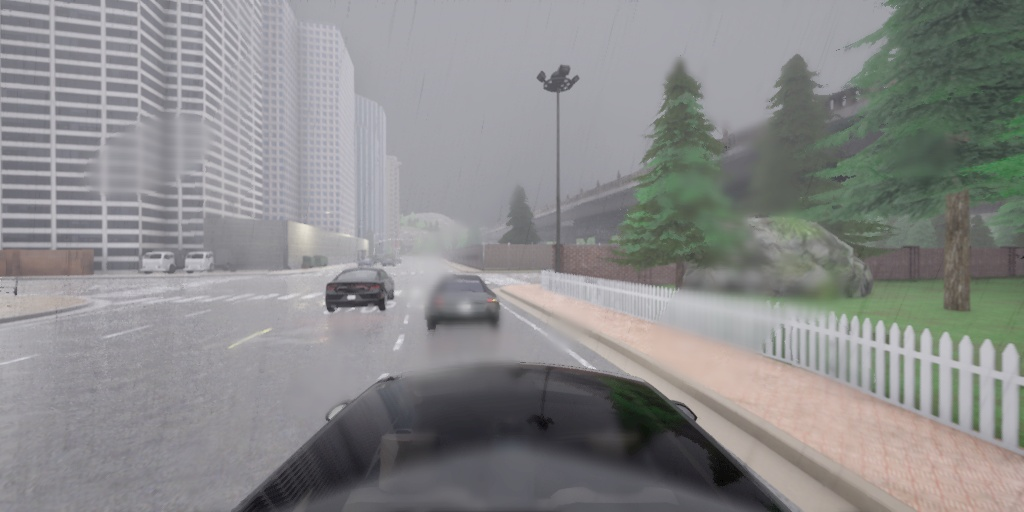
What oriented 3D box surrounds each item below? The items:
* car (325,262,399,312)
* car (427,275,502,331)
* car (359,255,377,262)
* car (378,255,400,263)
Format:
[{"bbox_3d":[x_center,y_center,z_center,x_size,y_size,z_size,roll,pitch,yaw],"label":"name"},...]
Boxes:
[{"bbox_3d":[-5.728,1.173,14.006,1.882,1.535,5.008,0,0,-13],"label":"car"},{"bbox_3d":[-1.553,1.267,10.987,1.994,1.385,4.181,0,0,-11],"label":"car"},{"bbox_3d":[-23.261,1.025,57.179,1.812,1.442,4.674,0,0,-13],"label":"car"},{"bbox_3d":[-19.843,1.037,57.932,2.033,1.411,5.357,0,0,-13],"label":"car"}]
